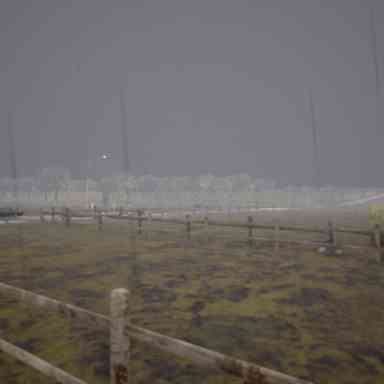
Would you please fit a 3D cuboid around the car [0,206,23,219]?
[{"bbox_3d":[-19.215,2.012,32.367,1.895,1.301,4.718,1,-1,35],"label":"car"}]

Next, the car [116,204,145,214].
[{"bbox_3d":[-8.688,2.395,47.268,1.994,1.385,4.181,1,-1,35],"label":"car"}]
